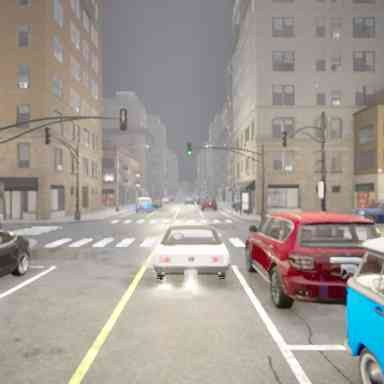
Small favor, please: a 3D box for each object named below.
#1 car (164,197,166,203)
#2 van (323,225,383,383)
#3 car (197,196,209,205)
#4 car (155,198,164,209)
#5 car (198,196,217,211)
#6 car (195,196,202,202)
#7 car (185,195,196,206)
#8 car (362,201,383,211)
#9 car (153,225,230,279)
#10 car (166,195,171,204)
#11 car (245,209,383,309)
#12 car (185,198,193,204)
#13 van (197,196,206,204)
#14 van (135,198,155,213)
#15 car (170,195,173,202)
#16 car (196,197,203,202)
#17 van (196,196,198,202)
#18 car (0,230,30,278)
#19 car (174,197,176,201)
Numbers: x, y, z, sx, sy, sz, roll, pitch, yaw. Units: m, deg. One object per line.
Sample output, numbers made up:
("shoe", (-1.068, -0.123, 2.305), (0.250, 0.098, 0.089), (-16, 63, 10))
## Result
("car", (-5.907, 1.863, 56.007), (1.887, 1.381, 4.507), (0, 0, -1))
("van", (2.626, 1.355, 2.391), (1.690, 1.788, 3.998), (0, 0, -1))
("car", (2.081, 1.693, 66.896), (2.192, 1.841, 5.009), (0, 0, -1))
("car", (-5.859, 1.854, 50.601), (1.947, 1.339, 4.313), (0, 0, -1))
("car", (2.300, 1.572, 45.272), (2.192, 1.841, 5.009), (0, 0, -1))
("car", (1.808, 1.968, 93.924), (1.967, 1.590, 4.097), (0, 0, -1))
("car", (-0.478, 1.857, 64.707), (2.128, 1.511, 4.902), (0, 0, -1))
("car", (13.091, 1.418, 22.871), (4.553, 1.767, 2.097), (0, 0, -1))
("car", (-0.022, 1.661, 10.219), (1.895, 1.301, 4.718), (0, 0, 0))
("car", (-6.050, 1.932, 72.056), (1.752, 1.417, 4.829), (0, 0, -1))
("car", (2.575, 1.361, 7.903), (2.192, 1.841, 5.009), (0, 0, -1))
("car", (-0.678, 2.019, 75.070), (1.895, 1.301, 4.718), (0, 0, -1))
("van", (2.027, 1.749, 72.302), (1.690, 1.788, 3.998), (0, 0, -1))
("van", (-5.763, 1.568, 39.790), (1.690, 1.788, 3.998), (0, 0, -1))
("car", (-6.100, 1.989, 77.631), (2.008, 1.369, 4.403), (0, 0, -1))
("car", (1.861, 2.024, 88.688), (1.752, 1.417, 4.829), (0, 0, -1))
("van", (2.136, 1.689, 61.490), (1.690, 1.788, 3.998), (0, 0, -1))
("car", (-5.450, 1.612, 7.827), (1.947, 1.339, 4.313), (0, 0, -1))
("car", (-6.197, 1.813, 88.444), (2.192, 1.841, 5.009), (0, 0, -1))
